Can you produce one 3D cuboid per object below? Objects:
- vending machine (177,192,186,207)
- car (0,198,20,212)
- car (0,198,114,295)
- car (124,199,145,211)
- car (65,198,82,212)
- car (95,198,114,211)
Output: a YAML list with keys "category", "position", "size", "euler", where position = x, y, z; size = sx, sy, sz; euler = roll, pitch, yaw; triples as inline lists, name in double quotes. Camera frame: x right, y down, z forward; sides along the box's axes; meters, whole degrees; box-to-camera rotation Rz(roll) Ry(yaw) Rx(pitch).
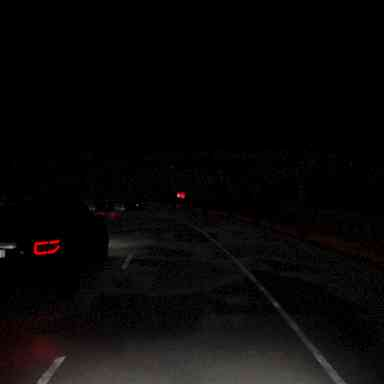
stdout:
- category: "vending machine"
  position: [-1.566, 1.111, 48.303]
  size: [1.100, 2.100, 0.880]
  euler: [0, 0, -23]
- category: "car"
  position: [-22.033, 1.480, 40.065]
  size: [2.033, 1.411, 5.357]
  euler: [0, 0, -23]
- category: "car"
  position: [-3.704, 1.206, 8.715]
  size: [2.150, 2.045, 5.566]
  euler: [0, 0, -4]
- category: "car"
  position: [-7.032, 1.494, 40.477]
  size: [1.994, 1.385, 4.181]
  euler: [0, 0, -20]
- category: "car"
  position: [-13.942, 1.438, 39.036]
  size: [1.837, 1.490, 4.892]
  euler: [0, 0, -21]
- category: "car"
  position: [-10.552, 1.457, 39.895]
  size: [1.812, 1.442, 4.674]
  euler: [0, 0, -21]
